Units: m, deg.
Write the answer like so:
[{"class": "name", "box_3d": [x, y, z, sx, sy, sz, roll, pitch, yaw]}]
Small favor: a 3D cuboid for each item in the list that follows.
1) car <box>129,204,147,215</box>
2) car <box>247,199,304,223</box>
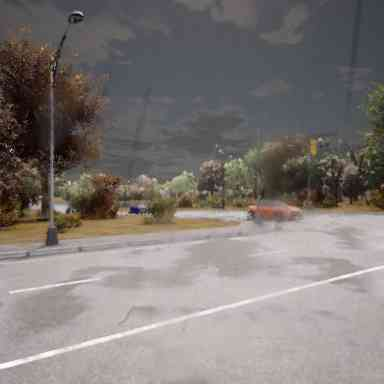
[{"class": "car", "box_3d": [-7.302, 2.477, 47.564, 1.882, 1.535, 5.008, 0, -3, -33]}, {"class": "car", "box_3d": [6.449, 1.379, 26.090, 2.097, 1.767, 4.553, 0, -1, -33]}]
